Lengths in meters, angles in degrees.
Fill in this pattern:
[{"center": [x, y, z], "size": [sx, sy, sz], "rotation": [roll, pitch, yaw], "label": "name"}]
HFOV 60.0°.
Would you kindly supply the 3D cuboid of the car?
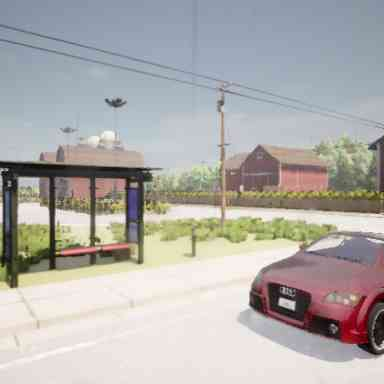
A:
[{"center": [3.010, 1.438, 6.016], "size": [4.181, 1.385, 1.994], "rotation": [0, 0, -36], "label": "car"}]
